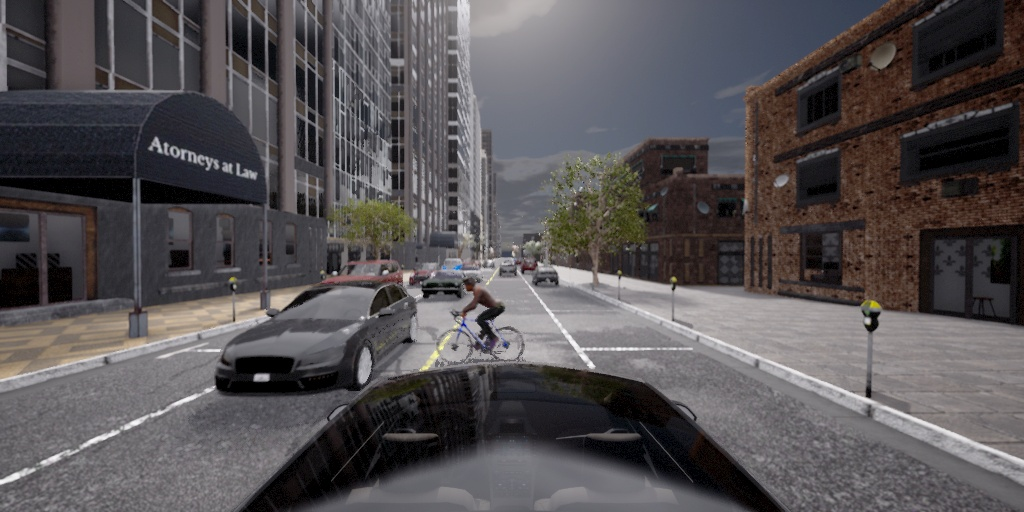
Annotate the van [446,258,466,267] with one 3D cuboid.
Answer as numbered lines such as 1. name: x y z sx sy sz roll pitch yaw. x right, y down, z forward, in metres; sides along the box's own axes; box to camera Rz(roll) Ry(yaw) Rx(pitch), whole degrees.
1. van: -6.181 1.205 37.735 1.690 1.789 3.998 0 0 -1

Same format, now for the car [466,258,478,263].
1. car: -6.336 1.214 48.803 2.192 1.841 5.009 0 0 -1

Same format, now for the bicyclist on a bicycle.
1. bicyclist on a bicycle: -0.605 1.220 6.704 1.656 1.620 0.582 -2 0 -1

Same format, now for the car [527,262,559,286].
1. car: 2.376 1.378 26.039 2.007 1.370 4.403 0 0 -1

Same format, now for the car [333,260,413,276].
1. car: -5.963 1.107 14.869 2.192 1.841 5.009 0 0 -1

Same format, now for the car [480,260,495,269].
1. car: -3.901 1.429 61.833 2.128 1.511 4.902 0 0 -1

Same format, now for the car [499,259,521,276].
1. car: -0.427 1.361 39.532 2.128 1.511 4.902 0 0 -1

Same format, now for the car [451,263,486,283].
1. car: -3.428 1.438 28.967 1.895 1.301 4.718 0 0 0

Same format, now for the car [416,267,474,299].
1. car: -3.316 1.405 18.664 1.895 1.301 4.718 0 0 -1

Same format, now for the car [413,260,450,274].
1. car: -6.028 1.268 25.939 1.967 1.591 4.097 0 0 -1

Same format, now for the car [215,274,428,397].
1. car: -3.158 1.271 6.908 1.837 1.490 4.892 0 0 -1

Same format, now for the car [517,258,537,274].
1. car: 2.121 1.196 43.377 2.192 1.841 5.009 0 0 -1
